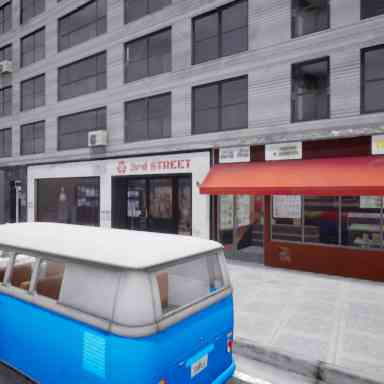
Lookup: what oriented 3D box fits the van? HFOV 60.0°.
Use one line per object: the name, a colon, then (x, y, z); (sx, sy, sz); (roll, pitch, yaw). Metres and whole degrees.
van: (-1.434, 1.341, 4.110); (3.998, 1.788, 1.690); (0, 0, 36)
